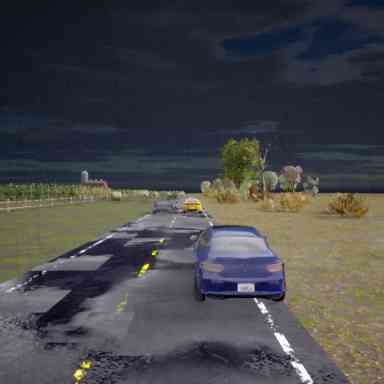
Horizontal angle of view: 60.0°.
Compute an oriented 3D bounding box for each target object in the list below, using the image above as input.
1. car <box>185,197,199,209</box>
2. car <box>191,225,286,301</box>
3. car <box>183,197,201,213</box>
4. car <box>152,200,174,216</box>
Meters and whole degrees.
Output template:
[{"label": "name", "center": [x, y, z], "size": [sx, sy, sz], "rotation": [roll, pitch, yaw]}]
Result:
[{"label": "car", "center": [-0.041, 1.471, 47.244], "size": [1.882, 1.535, 5.008], "rotation": [0, 0, 1]}, {"label": "car", "center": [0.951, 1.525, 8.174], "size": [1.812, 1.442, 4.674], "rotation": [0, 0, 0]}, {"label": "car", "center": [0.026, 1.472, 37.064], "size": [1.882, 1.535, 5.008], "rotation": [0, 0, 0]}, {"label": "car", "center": [-2.797, 1.543, 33.288], "size": [2.033, 1.411, 5.357], "rotation": [0, 0, 0]}]
